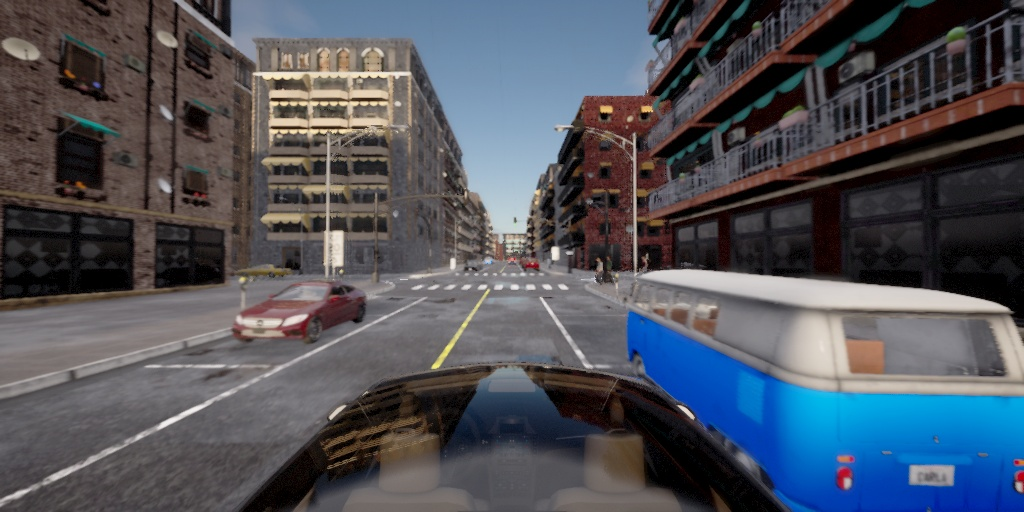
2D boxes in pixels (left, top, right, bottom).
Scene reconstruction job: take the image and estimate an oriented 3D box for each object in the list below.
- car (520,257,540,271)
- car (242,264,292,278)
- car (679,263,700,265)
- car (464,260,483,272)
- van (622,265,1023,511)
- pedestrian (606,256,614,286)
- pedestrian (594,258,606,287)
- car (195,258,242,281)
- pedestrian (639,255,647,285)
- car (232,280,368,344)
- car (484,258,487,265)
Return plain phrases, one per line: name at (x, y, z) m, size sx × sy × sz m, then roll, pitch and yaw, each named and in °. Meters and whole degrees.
car at (2.578, 1.074, 47.735) m, size 2.192 × 1.841 × 5.009 m, roll 0°, pitch 0°, yaw 0°
car at (-24.435, 1.435, 35.420) m, size 4.829 × 1.417 × 1.751 m, roll 0°, pitch 0°, yaw 0°
car at (13.751, 1.186, 27.439) m, size 4.403 × 1.370 × 2.007 m, roll 0°, pitch 0°, yaw 0°
car at (-5.303, 1.325, 47.692) m, size 1.948 × 1.339 × 4.313 m, roll 0°, pitch 0°, yaw 0°
van at (2.534, 1.091, 4.024) m, size 1.690 × 1.789 × 3.998 m, roll 0°, pitch 0°, yaw 0°
pedestrian at (5.972, 0.884, 21.962) m, size 0.375 × 1.860 × 0.375 m, roll 1°, pitch -1°, yaw 0°
pedestrian at (5.049, 0.895, 20.761) m, size 0.375 × 1.860 × 0.375 m, roll 1°, pitch -1°, yaw 0°
car at (-24.283, 1.061, 27.540) m, size 5.009 × 1.841 × 2.192 m, roll 0°, pitch 0°, yaw 0°
pedestrian at (7.864, 0.787, 21.363) m, size 0.375 × 1.860 × 0.375 m, roll 1°, pitch -1°, yaw 0°
car at (-5.313, 1.333, 9.612) m, size 1.802 × 1.307 × 4.207 m, roll 0°, pitch 0°, yaw 0°
car at (-5.302, 1.328, 53.253) m, size 1.948 × 1.339 × 4.313 m, roll 0°, pitch 0°, yaw 0°
